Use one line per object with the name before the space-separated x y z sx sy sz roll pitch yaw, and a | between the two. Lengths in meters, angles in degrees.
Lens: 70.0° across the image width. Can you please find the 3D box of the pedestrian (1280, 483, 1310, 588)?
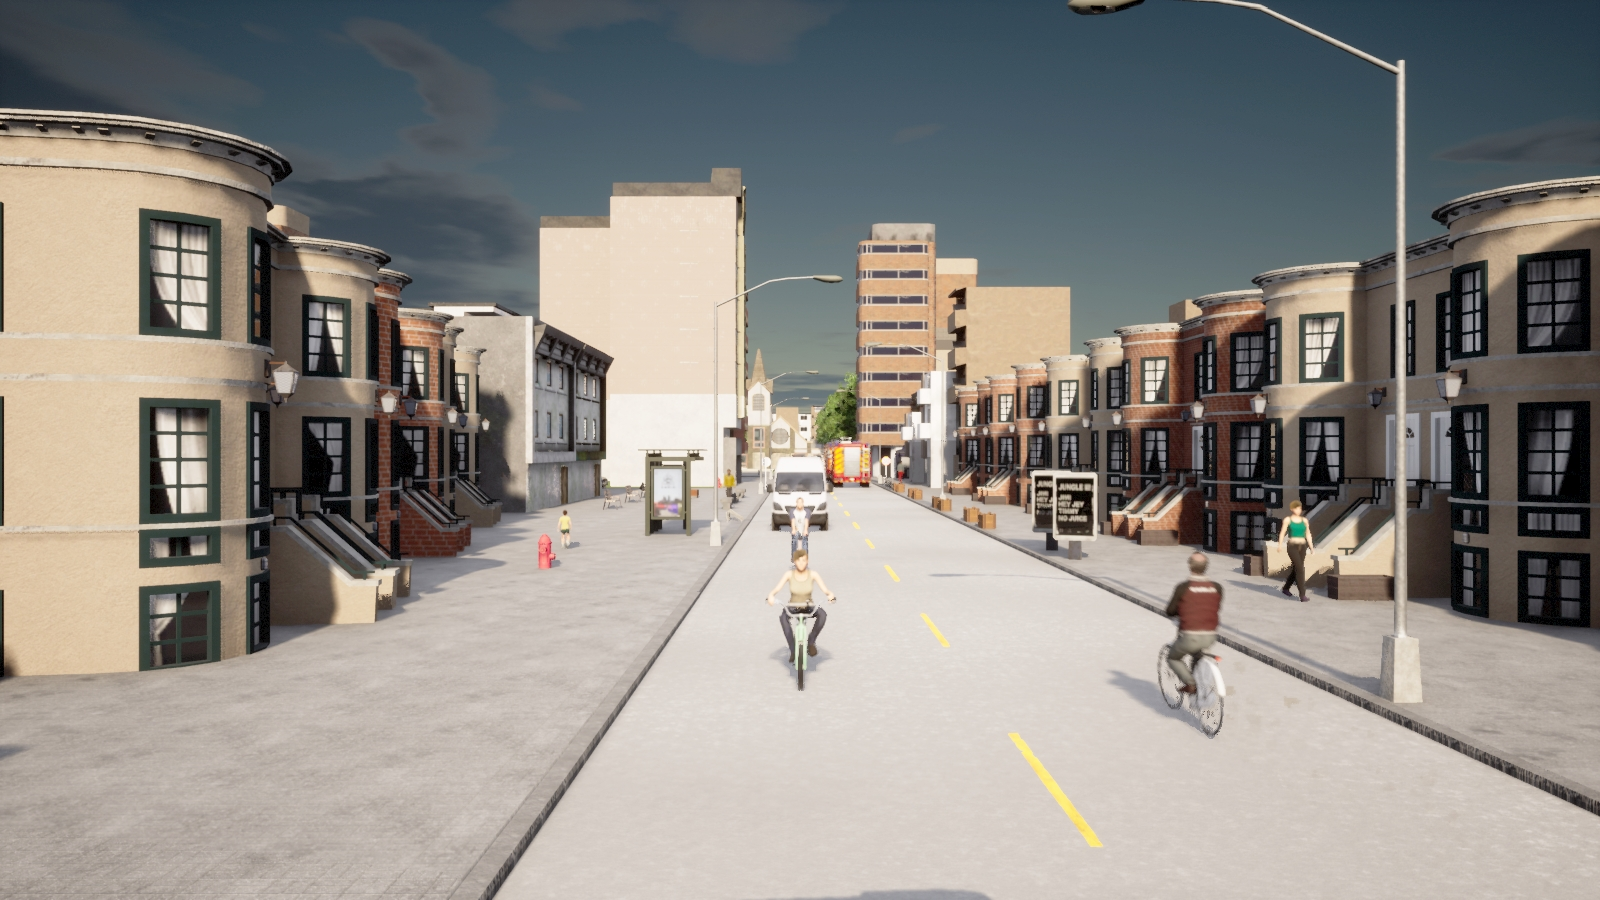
pedestrian | 8.922 1.532 20.615 0.375 1.860 0.375 0 0 0

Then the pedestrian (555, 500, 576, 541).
pedestrian | -6.421 1.921 31.302 0.500 1.100 0.500 0 0 -7

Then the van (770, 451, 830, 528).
van | 0.005 1.332 41.120 1.988 2.561 5.915 0 0 0

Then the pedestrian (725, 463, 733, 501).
pedestrian | -3.445 1.545 55.336 0.375 1.860 0.375 0 0 -3
